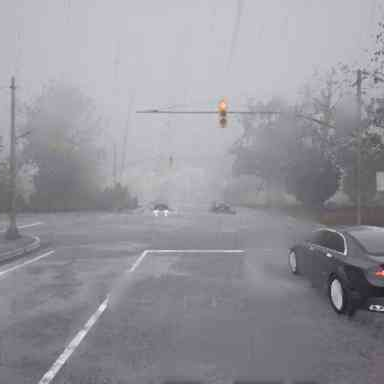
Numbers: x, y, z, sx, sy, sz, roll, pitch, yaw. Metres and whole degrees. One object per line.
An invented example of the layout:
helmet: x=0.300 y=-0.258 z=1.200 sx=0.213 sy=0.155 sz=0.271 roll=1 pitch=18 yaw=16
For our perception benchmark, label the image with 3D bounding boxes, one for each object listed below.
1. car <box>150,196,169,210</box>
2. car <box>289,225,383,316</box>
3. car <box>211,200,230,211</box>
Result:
car: x=-3.950 y=1.618 z=43.602 sx=2.033 sy=1.411 sz=5.357 roll=0 pitch=-1 yaw=-3
car: x=3.602 y=1.500 z=7.483 sx=1.837 sy=1.490 sz=4.892 roll=0 pitch=-1 yaw=1
car: x=3.399 y=1.639 z=40.467 sx=1.895 sy=1.301 sz=4.718 roll=0 pitch=0 yaw=-2
